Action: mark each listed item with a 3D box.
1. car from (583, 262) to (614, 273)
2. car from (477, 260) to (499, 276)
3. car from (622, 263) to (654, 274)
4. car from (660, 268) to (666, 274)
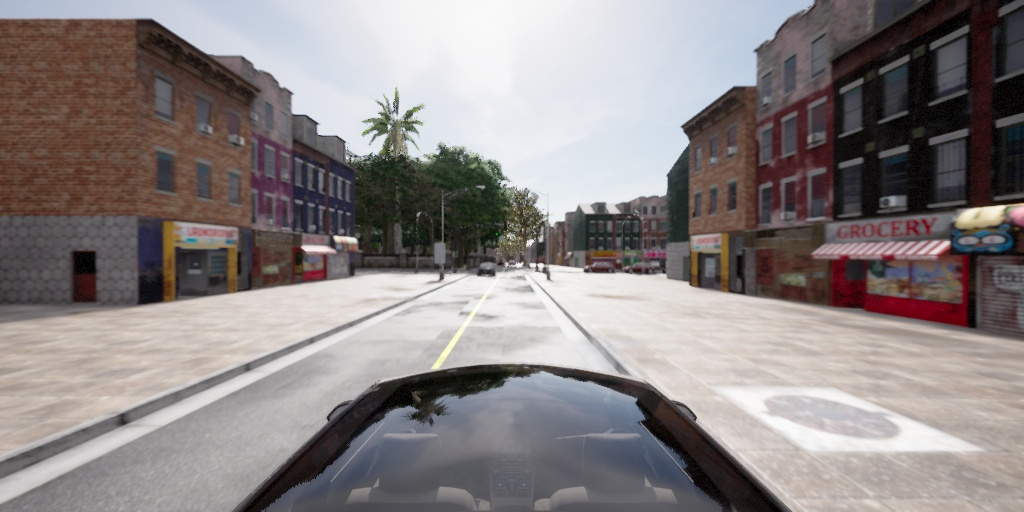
[{"bbox_3d":[11.821,1.564,49.286,4.097,1.591,1.967,0,0,0],"label":"car"},{"bbox_3d":[-2.755,1.415,39.796,1.882,1.535,5.008,0,-1,0],"label":"car"},{"bbox_3d":[17.255,1.626,49.286,4.097,1.591,1.967,0,0,0],"label":"car"},{"bbox_3d":[22.689,1.814,49.286,4.313,1.339,1.948,0,0,0],"label":"car"}]
